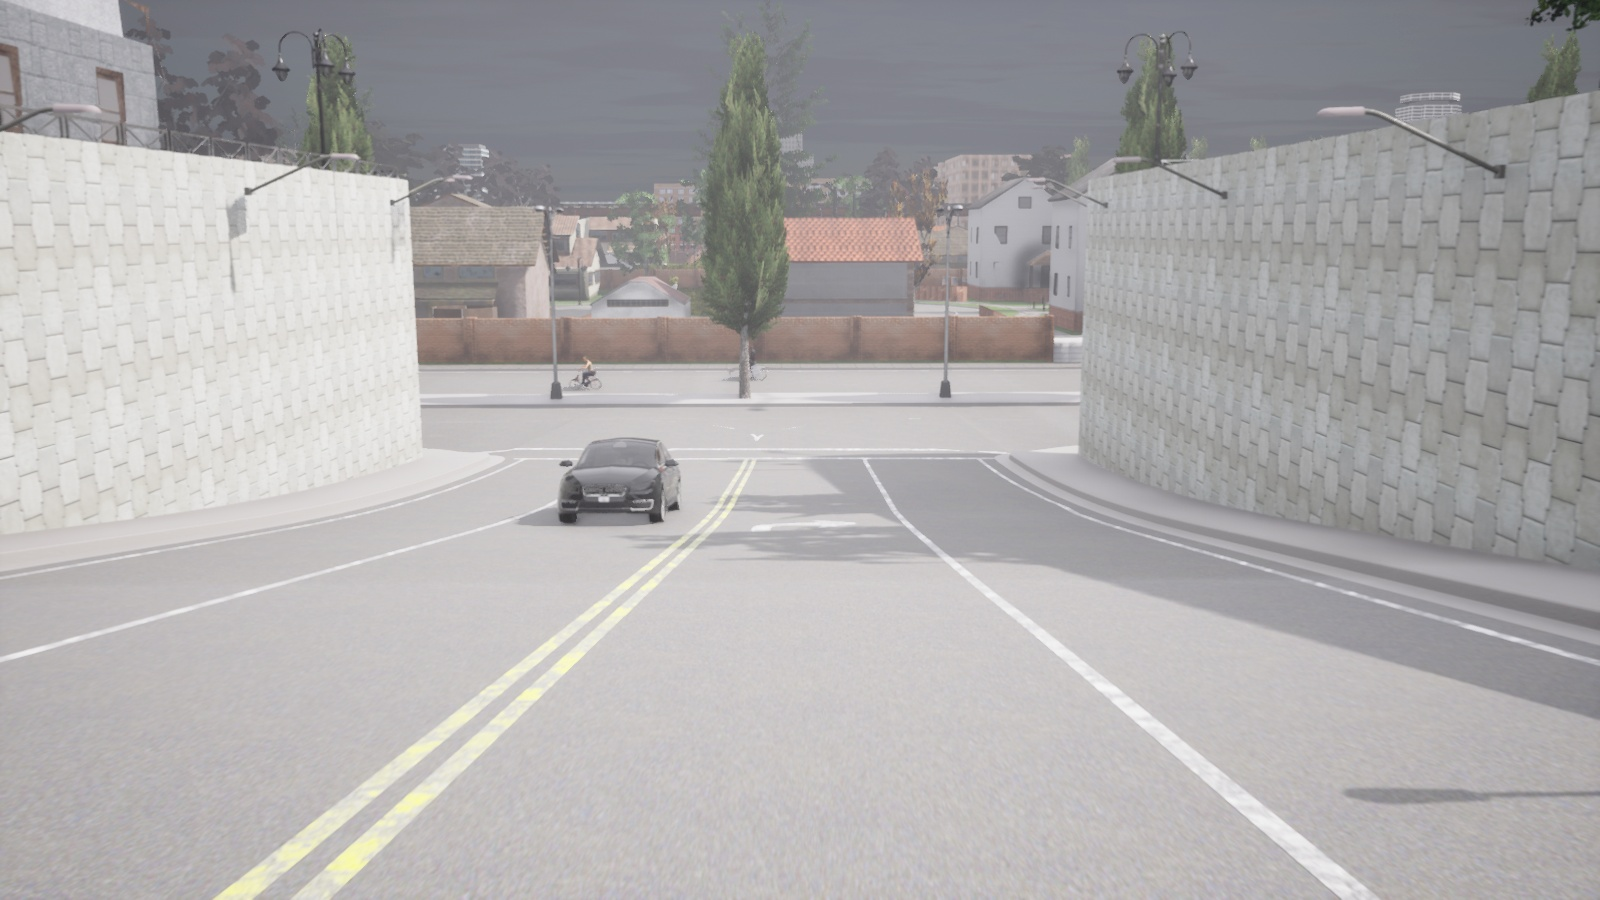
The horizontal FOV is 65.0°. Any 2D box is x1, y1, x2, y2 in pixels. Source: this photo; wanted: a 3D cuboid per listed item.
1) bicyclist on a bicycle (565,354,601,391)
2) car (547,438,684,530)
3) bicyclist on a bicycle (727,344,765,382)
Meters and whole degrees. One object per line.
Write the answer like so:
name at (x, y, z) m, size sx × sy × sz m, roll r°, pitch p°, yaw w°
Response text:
bicyclist on a bicycle at (-10.062, -3.585, 58.213) m, size 1.509 × 1.612 × 0.866 m, roll 0°, pitch 10°, yaw -1°
car at (-3.353, 0.547, 23.687) m, size 1.837 × 1.490 × 4.892 m, roll 0°, pitch 1°, yaw 0°
bicyclist on a bicycle at (-2.652, -4.272, 61.751) m, size 1.843 × 1.776 × 0.659 m, roll 0°, pitch 10°, yaw -1°
